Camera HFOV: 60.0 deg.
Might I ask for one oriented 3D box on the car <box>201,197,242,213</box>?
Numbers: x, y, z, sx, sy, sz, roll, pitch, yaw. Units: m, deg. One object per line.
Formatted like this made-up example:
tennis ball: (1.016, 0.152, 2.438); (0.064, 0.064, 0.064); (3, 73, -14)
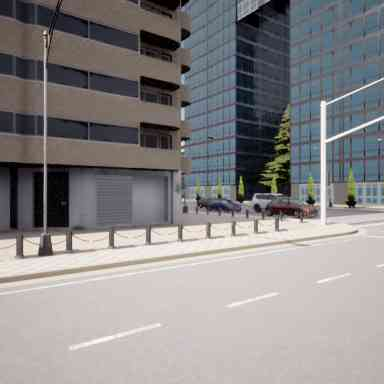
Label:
car: (3.353, 1.470, 36.029); (1.812, 1.442, 4.674); (0, 0, -35)

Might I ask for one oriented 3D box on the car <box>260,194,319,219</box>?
car: (8.557, 1.297, 28.717); (2.097, 1.767, 4.553); (0, 0, -35)

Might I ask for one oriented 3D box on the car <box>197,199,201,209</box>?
car: (2.593, 1.436, 43.169); (2.128, 1.511, 4.902); (0, 0, -35)

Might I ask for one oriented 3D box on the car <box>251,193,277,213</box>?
car: (8.635, 1.166, 34.637); (2.150, 2.045, 5.566); (0, 0, -36)
